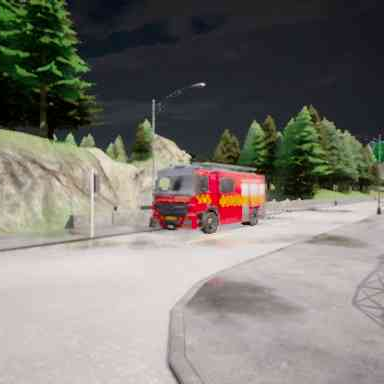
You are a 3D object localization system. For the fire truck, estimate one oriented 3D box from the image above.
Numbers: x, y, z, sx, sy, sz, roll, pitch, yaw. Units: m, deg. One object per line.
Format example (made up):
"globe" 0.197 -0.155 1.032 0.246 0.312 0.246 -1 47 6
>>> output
"fire truck" 1.441 0.301 20.091 2.891 3.827 8.468 0 0 37
